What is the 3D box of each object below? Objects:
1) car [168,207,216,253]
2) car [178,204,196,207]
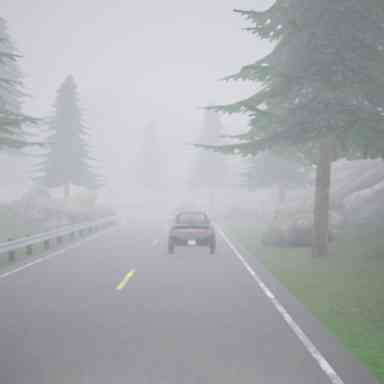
[{"bbox_3d":[0.000,1.618,14.286,2.128,1.511,4.902,0,0,0],"label":"car"},{"bbox_3d":[-0.488,1.802,29.316,2.033,1.411,5.357,0,0,-12],"label":"car"}]
